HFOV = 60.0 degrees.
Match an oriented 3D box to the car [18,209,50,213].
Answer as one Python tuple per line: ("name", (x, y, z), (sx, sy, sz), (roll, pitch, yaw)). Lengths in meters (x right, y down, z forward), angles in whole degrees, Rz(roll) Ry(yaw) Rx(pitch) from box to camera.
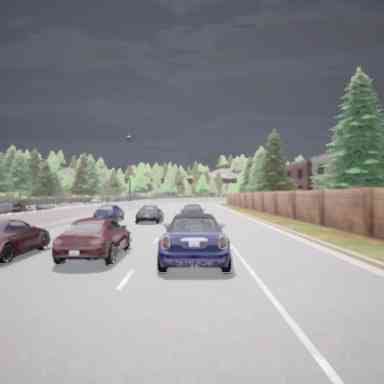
("car", (-14.150, 1.877, 30.887), (1.895, 1.301, 4.718), (0, 0, 0))

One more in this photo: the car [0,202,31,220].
("car", (-17.649, 1.795, 32.016), (1.837, 1.490, 4.892), (0, 0, 0))

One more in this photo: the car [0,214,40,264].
("car", (-6.925, 1.676, 12.251), (1.994, 1.385, 4.181), (0, 0, 0))

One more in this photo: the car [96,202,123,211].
("car", (-6.963, 1.769, 28.083), (1.812, 1.442, 4.674), (0, 0, 0))

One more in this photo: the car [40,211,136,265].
("car", (-3.436, 1.631, 11.971), (1.812, 1.442, 4.674), (0, 0, 0))

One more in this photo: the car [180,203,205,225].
("car", (0.048, 1.731, 27.153), (1.837, 1.490, 4.892), (0, 0, 0))

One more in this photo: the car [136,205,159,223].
("car", (-3.453, 1.798, 27.611), (1.994, 1.385, 4.181), (0, 0, 0))

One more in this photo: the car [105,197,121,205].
("car", (-17.433, 1.988, 73.436), (2.128, 1.511, 4.902), (0, 0, 2))

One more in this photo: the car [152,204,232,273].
("car", (0.073, 1.446, 11.144), (2.097, 1.767, 4.553), (0, 0, 0))
